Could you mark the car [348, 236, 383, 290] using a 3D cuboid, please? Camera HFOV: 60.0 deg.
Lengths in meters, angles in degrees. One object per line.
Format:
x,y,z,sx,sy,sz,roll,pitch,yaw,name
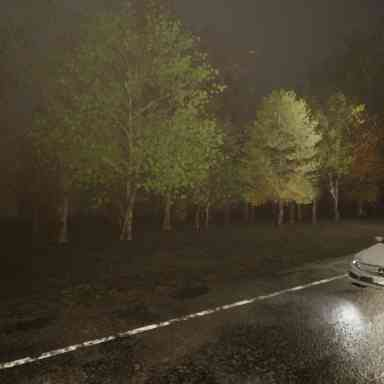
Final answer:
5.711,1.531,8.070,4.674,1.442,1.812,0,0,-36,car
